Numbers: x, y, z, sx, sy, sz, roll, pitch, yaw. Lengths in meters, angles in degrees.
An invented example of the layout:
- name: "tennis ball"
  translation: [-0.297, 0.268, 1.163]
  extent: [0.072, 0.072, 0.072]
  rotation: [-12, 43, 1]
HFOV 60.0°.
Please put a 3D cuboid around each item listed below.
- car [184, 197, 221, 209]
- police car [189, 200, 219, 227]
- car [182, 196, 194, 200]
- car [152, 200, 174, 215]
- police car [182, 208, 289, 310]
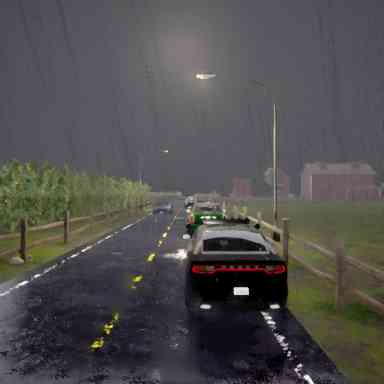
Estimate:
- name: "car"
  translation: [0.776, 1.351, 17.909]
  extent: [2.097, 1.767, 4.553]
  rotation: [0, 0, 0]
- name: "police car"
  translation: [0.759, 1.425, 24.048]
  extent: [1.930, 1.638, 5.238]
  rotation: [0, 0, 0]
- name: "car"
  translation: [-0.094, 1.625, 46.704]
  extent: [1.895, 1.301, 4.718]
  rotation: [0, 0, 0]
- name: "car"
  translation: [-2.842, 1.549, 33.789]
  extent: [2.033, 1.411, 5.357]
  rotation: [0, 0, 0]
- name: "police car"
  translation: [0.803, 1.425, 8.048]
  extent: [1.930, 1.638, 5.238]
  rotation: [0, 0, 0]
